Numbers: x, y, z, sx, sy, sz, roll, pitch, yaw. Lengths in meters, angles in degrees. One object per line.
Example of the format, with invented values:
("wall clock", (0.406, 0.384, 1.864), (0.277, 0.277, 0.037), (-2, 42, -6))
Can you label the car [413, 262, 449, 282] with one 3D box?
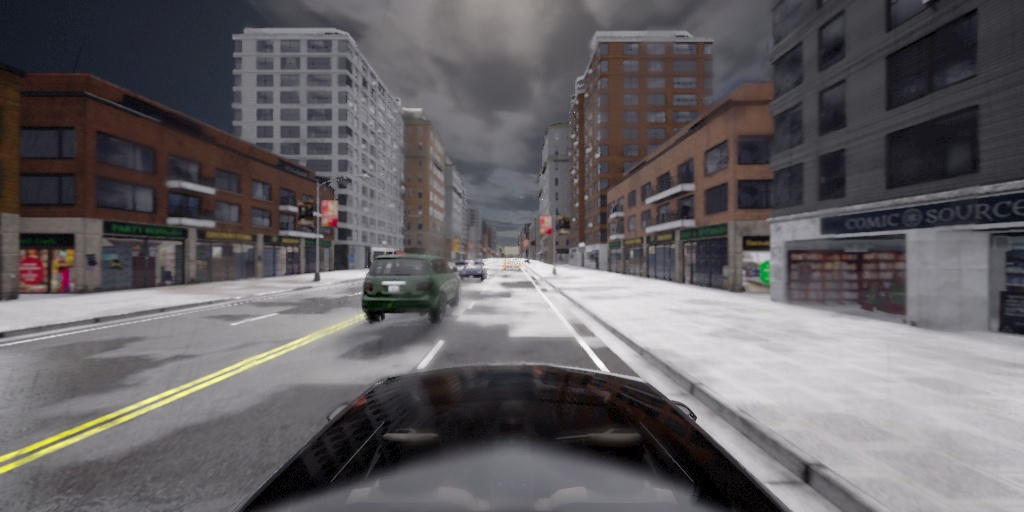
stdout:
("car", (-6.618, 1.255, 29.819), (1.837, 1.490, 4.892), (0, 0, 0))

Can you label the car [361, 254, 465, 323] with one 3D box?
("car", (-3.161, 0.971, 12.270), (2.150, 2.045, 5.566), (0, 0, 0))

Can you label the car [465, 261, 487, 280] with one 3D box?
("car", (-3.173, 1.352, 30.395), (1.895, 1.301, 4.718), (0, 0, 0))

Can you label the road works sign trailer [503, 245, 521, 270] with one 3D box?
("road works sign trailer", (-0.043, 0.220, 52.414), (2.380, 3.560, 2.880), (0, 0, 0))
